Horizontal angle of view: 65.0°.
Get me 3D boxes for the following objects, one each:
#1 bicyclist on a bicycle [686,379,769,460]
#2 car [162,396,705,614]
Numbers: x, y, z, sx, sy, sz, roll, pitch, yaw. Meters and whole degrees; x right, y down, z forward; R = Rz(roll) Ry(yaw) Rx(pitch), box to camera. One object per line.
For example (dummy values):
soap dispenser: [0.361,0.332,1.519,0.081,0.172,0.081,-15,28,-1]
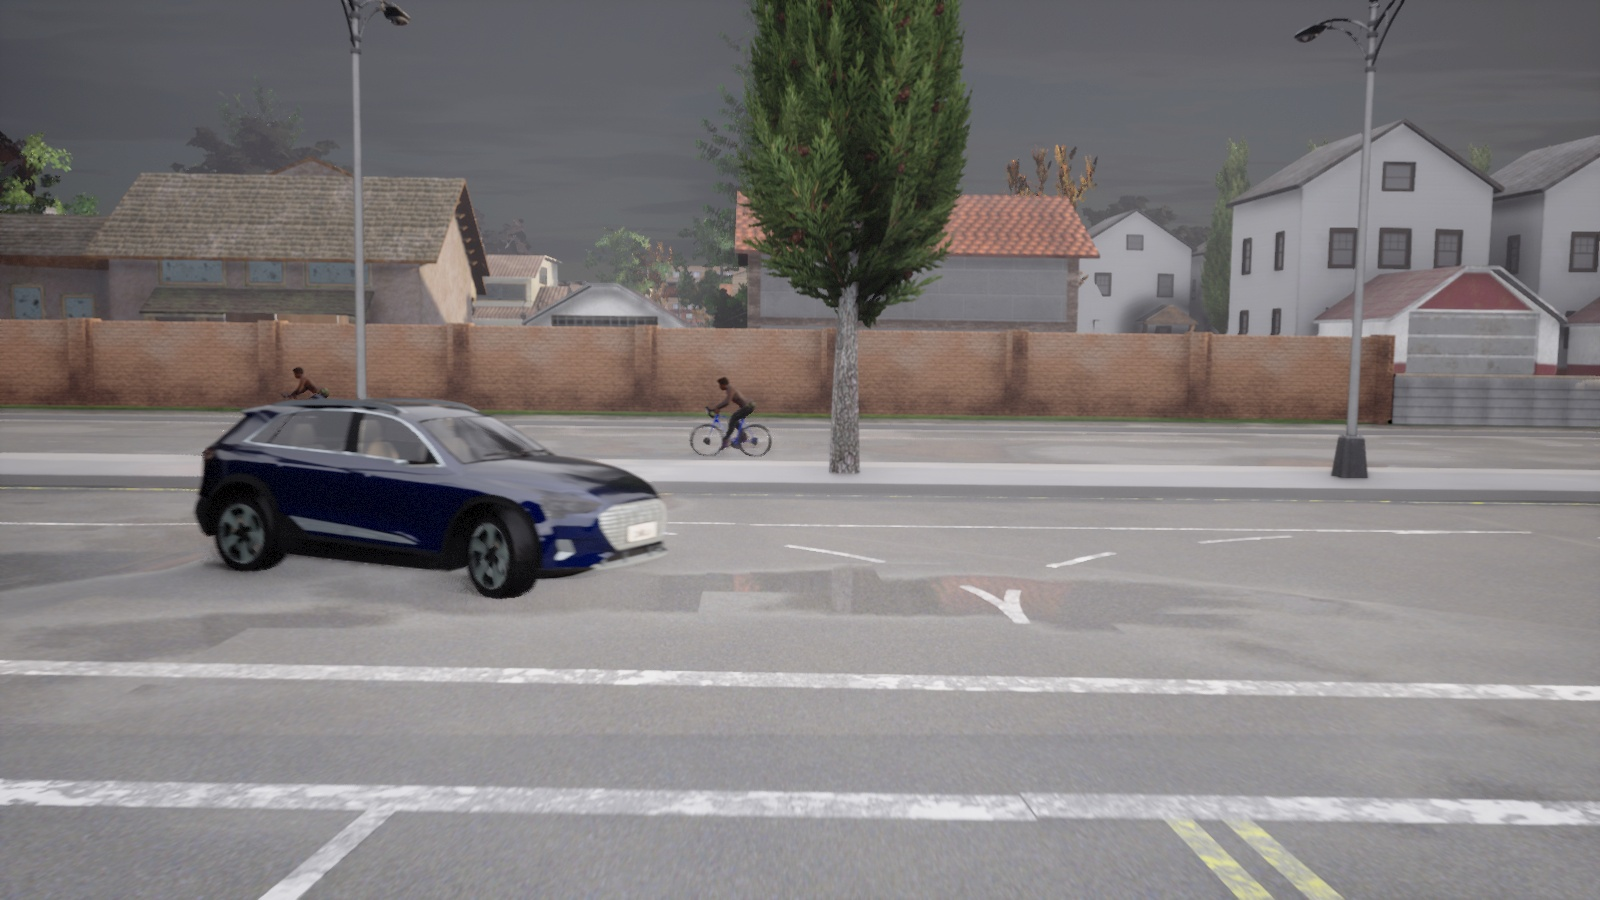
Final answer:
bicyclist on a bicycle: [-1.457,-0.626,25.459,1.656,1.620,0.582,0,5,-2]
car: [-3.553,0.371,12.139,4.856,1.649,2.033,3,4,24]
